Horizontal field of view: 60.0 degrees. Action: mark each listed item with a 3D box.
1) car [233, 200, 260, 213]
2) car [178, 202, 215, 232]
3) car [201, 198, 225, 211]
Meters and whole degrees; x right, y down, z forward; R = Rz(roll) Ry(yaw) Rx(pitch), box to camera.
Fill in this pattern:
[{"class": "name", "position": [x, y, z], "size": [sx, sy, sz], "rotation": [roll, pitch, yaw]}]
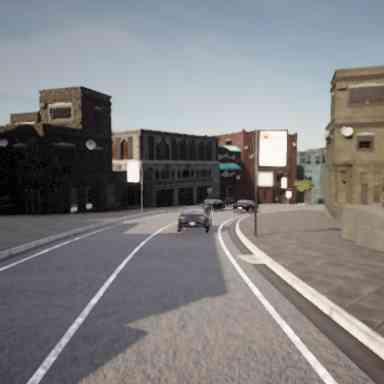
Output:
[{"class": "car", "position": [6.541, 1.650, 39.571], "size": [1.882, 1.535, 5.008], "rotation": [2, 0, 29]}, {"class": "car", "position": [0.246, 1.563, 20.435], "size": [1.812, 1.442, 4.674], "rotation": [0, 0, 6]}, {"class": "car", "position": [2.284, 1.513, 39.467], "size": [1.882, 1.535, 5.008], "rotation": [2, 0, 29]}]
